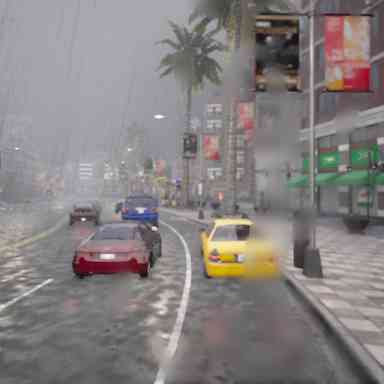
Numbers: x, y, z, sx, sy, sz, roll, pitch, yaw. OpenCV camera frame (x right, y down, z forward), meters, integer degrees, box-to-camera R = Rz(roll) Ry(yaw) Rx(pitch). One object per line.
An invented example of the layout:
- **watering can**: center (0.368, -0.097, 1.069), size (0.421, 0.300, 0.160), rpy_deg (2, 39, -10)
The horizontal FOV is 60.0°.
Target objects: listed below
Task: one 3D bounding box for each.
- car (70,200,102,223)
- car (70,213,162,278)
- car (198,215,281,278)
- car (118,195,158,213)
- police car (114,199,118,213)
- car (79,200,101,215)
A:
- **car**: center (-7.625, 1.487, 23.875), size (1.837, 1.490, 4.892), rpy_deg (0, 0, -14)
- **car**: center (-2.057, 1.554, 10.161), size (1.994, 1.385, 4.181), rpy_deg (0, 0, 0)
- **car**: center (1.182, 1.448, 10.005), size (1.801, 1.575, 5.366), rpy_deg (0, 0, 0)
- **car**: center (-3.504, 1.205, 21.637), size (2.150, 2.045, 5.566), rpy_deg (0, 0, -12)
- **police car**: center (-7.164, 1.396, 35.130), size (1.930, 1.638, 5.238), rpy_deg (0, 0, -16)
- **car**: center (-10.554, 1.536, 34.617), size (1.994, 1.385, 4.181), rpy_deg (0, 0, -16)
